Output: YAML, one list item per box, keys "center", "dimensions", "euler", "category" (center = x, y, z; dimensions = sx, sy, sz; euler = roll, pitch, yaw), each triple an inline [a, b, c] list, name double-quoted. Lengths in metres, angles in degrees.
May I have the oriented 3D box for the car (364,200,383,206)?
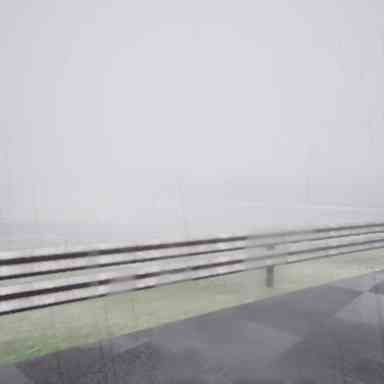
- center: [31.647, 2.056, 55.696]
  dimensions: [4.902, 1.511, 2.128]
  euler: [2, -2, 27]
  category: "car"
